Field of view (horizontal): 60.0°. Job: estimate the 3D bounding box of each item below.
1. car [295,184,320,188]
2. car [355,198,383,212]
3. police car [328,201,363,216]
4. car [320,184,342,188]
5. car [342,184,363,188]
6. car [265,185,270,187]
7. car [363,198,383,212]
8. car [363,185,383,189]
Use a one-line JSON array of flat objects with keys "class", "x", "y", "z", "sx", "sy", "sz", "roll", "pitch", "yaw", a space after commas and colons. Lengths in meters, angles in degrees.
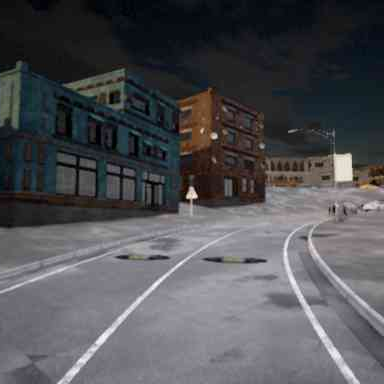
[{"class": "car", "x": 27.290, "y": -1.240, "z": 80.228, "sx": 4.892, "sy": 1.521, "sz": 2.231, "roll": 0, "pitch": -5, "yaw": -5}, {"class": "car", "x": 28.562, "y": 2.007, "z": 52.329, "sx": 5.566, "sy": 2.045, "sz": 2.150, "roll": 0, "pitch": -5, "yaw": -28}, {"class": "police car", "x": 17.560, "y": 1.825, "z": 38.568, "sx": 1.930, "sy": 1.638, "sz": 5.238, "roll": -5, "pitch": -4, "yaw": 45}, {"class": "car", "x": 32.788, "y": -1.201, "z": 80.715, "sx": 4.892, "sy": 1.521, "sz": 2.231, "roll": 0, "pitch": -5, "yaw": -5}, {"class": "car", "x": 38.304, "y": -1.095, "z": 81.304, "sx": 4.674, "sy": 1.452, "sz": 2.002, "roll": 1, "pitch": -5, "yaw": -6}, {"class": "car", "x": 16.390, "y": -1.416, "z": 79.287, "sx": 4.553, "sy": 1.767, "sz": 2.185, "roll": 0, "pitch": -5, "yaw": -5}, {"class": "car", "x": 24.746, "y": 1.955, "z": 44.684, "sx": 4.674, "sy": 1.442, "sz": 1.812, "roll": 0, "pitch": -4, "yaw": -36}, {"class": "car", "x": 43.807, "y": -1.052, "z": 82.017, "sx": 5.008, "sy": 1.535, "sz": 2.097, "roll": 1, "pitch": -5, "yaw": -7}]
